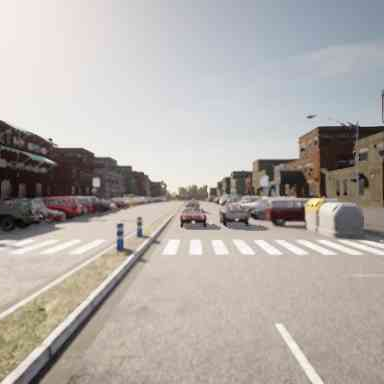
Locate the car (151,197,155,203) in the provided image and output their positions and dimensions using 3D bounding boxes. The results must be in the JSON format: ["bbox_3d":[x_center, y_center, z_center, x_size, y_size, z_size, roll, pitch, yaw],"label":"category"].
[{"bbox_3d":[-12.794,2.144,85.664,4.892,1.521,2.231,0,-1,0],"label":"car"}]

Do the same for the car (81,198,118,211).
[{"bbox_3d":[-12.890,1.673,46.655,4.553,1.767,2.185,0,0,0],"label":"car"}]

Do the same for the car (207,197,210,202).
[{"bbox_3d":[7.659,2.055,93.443,5.566,2.045,2.435,0,-1,0],"label":"car"}]

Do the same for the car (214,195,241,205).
[{"bbox_3d":[7.605,1.651,71.393,5.566,2.045,2.435,0,-1,0],"label":"car"}]

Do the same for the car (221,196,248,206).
[{"bbox_3d":[7.665,1.702,60.372,4.553,1.767,2.185,0,0,0],"label":"car"}]

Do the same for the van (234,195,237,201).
[{"bbox_3d":[7.519,1.548,38.311,4.442,1.987,1.878,0,0,0],"label":"van"}]

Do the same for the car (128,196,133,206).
[{"bbox_3d":[-12.850,1.813,54.993,4.892,1.521,2.231,0,0,0],"label":"car"}]

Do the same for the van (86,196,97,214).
[{"bbox_3d":[-13.002,1.537,35.663,4.442,1.987,1.878,0,0,0],"label":"van"}]

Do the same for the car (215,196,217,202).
[{"bbox_3d":[7.628,1.851,65.881,5.008,1.535,2.097,0,-1,0],"label":"car"}]

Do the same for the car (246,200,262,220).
[{"bbox_3d":[7.608,1.761,30.036,4.792,1.488,2.163,0,0,0],"label":"car"}]

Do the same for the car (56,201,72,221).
[{"bbox_3d":[-12.888,1.745,27.325,4.792,1.488,2.163,0,0,0],"label":"car"}]

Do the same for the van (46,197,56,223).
[{"bbox_3d":[-12.812,1.469,24.420,4.442,1.987,1.878,0,0,0],"label":"van"}]

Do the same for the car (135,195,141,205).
[{"bbox_3d":[-13.014,1.827,63.454,5.366,1.575,1.946,0,0,0],"label":"car"}]

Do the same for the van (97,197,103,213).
[{"bbox_3d":[-12.992,1.548,38.317,4.442,1.987,1.878,0,0,0],"label":"van"}]

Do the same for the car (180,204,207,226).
[{"bbox_3d":[0.097,1.820,25.234,1.895,1.301,4.718,0,0,0],"label":"car"}]

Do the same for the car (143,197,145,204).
[{"bbox_3d":[-12.816,1.906,68.881,4.674,1.452,2.002,0,0,0],"label":"car"}]

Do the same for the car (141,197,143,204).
[{"bbox_3d":[-12.826,1.884,66.223,4.674,1.452,2.002,0,0,0],"label":"car"}]

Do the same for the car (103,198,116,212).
[{"bbox_3d":[-12.839,1.533,41.216,5.566,2.045,2.435,0,0,0],"label":"car"}]

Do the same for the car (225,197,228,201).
[{"bbox_3d":[7.821,1.799,46.585,5.366,1.575,1.946,0,0,0],"label":"car"}]

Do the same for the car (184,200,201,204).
[{"bbox_3d":[0.096,1.812,41.753,1.837,1.490,4.892,0,0,0],"label":"car"}]

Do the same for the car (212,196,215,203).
[{"bbox_3d":[7.605,1.624,68.640,5.566,2.045,2.435,0,0,0],"label":"car"}]

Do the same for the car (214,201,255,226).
[{"bbox_3d":[3.096,1.711,25.257,2.128,1.511,4.902,0,0,0],"label":"car"}]

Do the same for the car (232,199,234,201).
[{"bbox_3d":[7.633,1.825,41.069,4.674,1.452,2.002,0,0,0],"label":"car"}]

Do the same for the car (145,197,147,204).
[{"bbox_3d":[-12.999,1.893,71.655,5.366,1.575,1.946,0,-1,0],"label":"car"}]

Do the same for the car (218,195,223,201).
[{"bbox_3d":[7.606,1.567,54.859,5.566,2.045,2.435,0,0,0],"label":"car"}]

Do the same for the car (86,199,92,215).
[{"bbox_3d":[-12.886,1.750,32.879,4.892,1.521,2.231,0,0,0],"label":"car"}]

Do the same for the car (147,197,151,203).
[{"bbox_3d":[-12.780,1.681,74.437,5.566,2.045,2.435,0,-1,0],"label":"car"}]

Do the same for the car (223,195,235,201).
[{"bbox_3d":[7.604,1.687,52.102,4.553,1.767,2.185,0,0,0],"label":"car"}]

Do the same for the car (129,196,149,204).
[{"bbox_3d":[-12.767,1.902,79.987,4.553,1.767,2.185,0,-1,0],"label":"car"}]

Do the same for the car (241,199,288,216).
[{"bbox_3d":[7.668,1.636,35.553,4.553,1.767,2.185,0,0,0],"label":"car"}]

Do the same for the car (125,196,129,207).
[{"bbox_3d":[-12.878,1.838,52.213,4.792,1.488,2.163,0,0,0],"label":"car"}]

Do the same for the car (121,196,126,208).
[{"bbox_3d":[-12.848,1.804,49.433,5.008,1.535,2.097,0,0,0],"label":"car"}]

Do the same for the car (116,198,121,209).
[{"bbox_3d":[-12.678,1.790,43.998,5.366,1.575,1.946,0,0,0],"label":"car"}]

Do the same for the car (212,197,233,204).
[{"bbox_3d":[7.627,2.080,82.410,5.008,1.535,2.097,0,-1,0],"label":"car"}]

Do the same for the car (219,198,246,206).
[{"bbox_3d":[7.663,1.869,63.129,4.792,1.488,2.163,0,0,0],"label":"car"}]

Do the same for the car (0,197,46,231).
[{"bbox_3d":[-12.971,1.423,21.644,5.566,2.045,2.435,0,0,0],"label":"car"}]

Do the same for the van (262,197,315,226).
[{"bbox_3d":[7.754,1.469,24.519,4.442,1.987,1.878,0,0,0],"label":"van"}]

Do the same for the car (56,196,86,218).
[{"bbox_3d":[-12.933,1.481,29.980,5.566,2.045,2.435,0,0,0],"label":"car"}]

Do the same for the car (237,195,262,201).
[{"bbox_3d":[7.609,1.496,32.795,5.566,2.045,2.435,0,0,0],"label":"car"}]

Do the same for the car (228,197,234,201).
[{"bbox_3d":[7.821,1.791,43.825,5.366,1.575,1.946,0,0,0],"label":"car"}]

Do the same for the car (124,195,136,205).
[{"bbox_3d":[-12.843,1.816,57.897,5.008,1.535,2.097,0,0,0],"label":"car"}]
